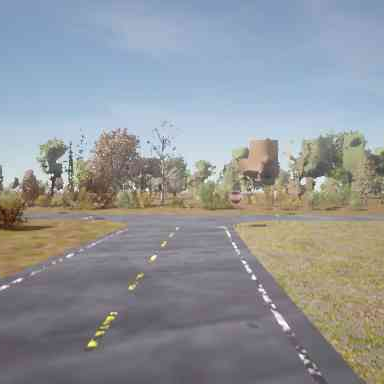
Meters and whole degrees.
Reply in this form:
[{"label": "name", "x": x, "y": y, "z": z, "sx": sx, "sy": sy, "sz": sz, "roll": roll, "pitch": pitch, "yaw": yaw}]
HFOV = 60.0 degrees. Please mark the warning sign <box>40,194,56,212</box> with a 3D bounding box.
[{"label": "warning sign", "x": -15.026, "y": 1.142, "z": 34.754, "sx": 1.060, "sy": 1.860, "sz": 1.300, "roll": 0, "pitch": 0, "yaw": 2}]
